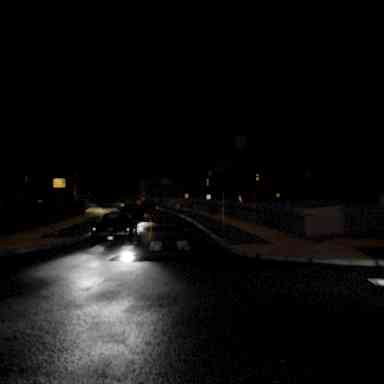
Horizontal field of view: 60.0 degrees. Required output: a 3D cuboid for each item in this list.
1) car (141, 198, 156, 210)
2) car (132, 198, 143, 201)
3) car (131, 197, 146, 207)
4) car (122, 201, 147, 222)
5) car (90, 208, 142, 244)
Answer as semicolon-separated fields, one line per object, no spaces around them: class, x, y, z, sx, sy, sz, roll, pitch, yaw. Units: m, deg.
car;-6.664;1.960;50.790;1.812;1.442;4.674;0;-1;-15
car;-7.385;1.873;41.161;1.812;1.442;4.674;0;-1;-12
car;-10.215;1.936;62.824;2.097;1.767;4.553;0;-1;-18
car;-5.137;1.783;28.637;1.994;1.385;4.181;0;-1;-9
car;-3.730;1.712;16.627;1.895;1.301;4.718;0;0;-6
